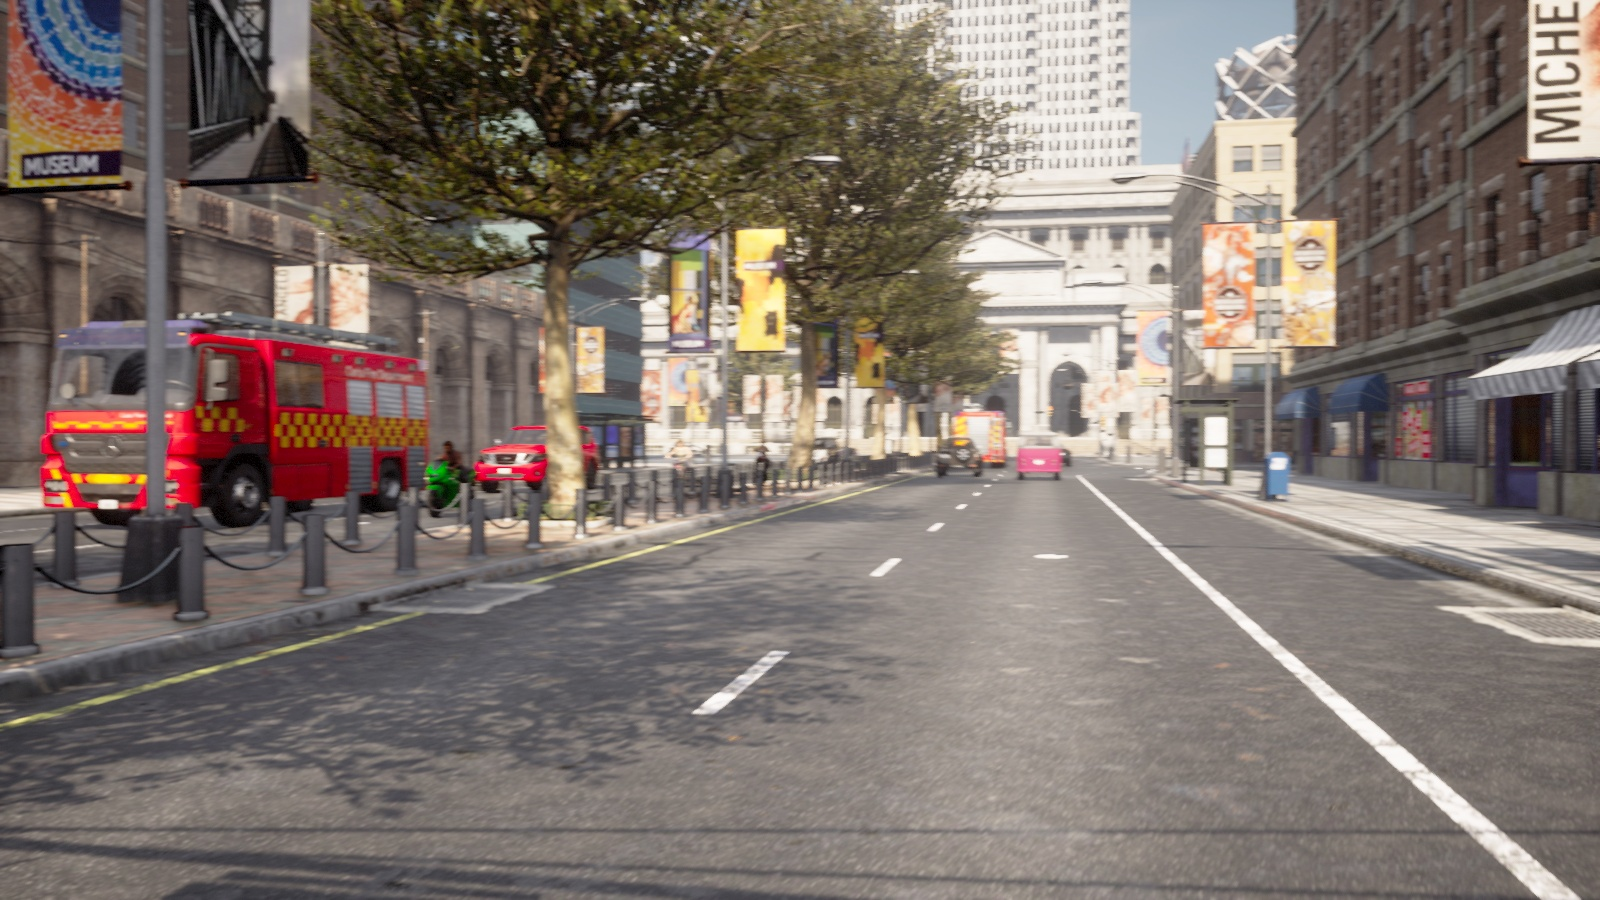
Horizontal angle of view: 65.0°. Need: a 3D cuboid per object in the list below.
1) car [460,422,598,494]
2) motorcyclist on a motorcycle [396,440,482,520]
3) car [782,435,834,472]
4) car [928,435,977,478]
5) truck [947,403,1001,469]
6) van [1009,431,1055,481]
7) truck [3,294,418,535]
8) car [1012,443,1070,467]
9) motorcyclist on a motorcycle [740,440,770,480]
[{"bbox_3d":[-8.165,0.218,38.467,2.150,2.045,5.566,0,0,11],"label":"car"},{"bbox_3d":[-7.131,0.562,24.902,0.797,1.523,2.044,0,0,11],"label":"motorcyclist on a motorcycle"},{"bbox_3d":[0.446,0.186,65.605,1.932,1.855,4.605,0,0,11],"label":"car"},{"bbox_3d":[6.947,0.258,56.813,1.932,1.855,4.605,0,0,11],"label":"car"},{"bbox_3d":[10.864,-0.832,77.833,2.891,3.827,8.468,0,0,11],"label":"truck"},{"bbox_3d":[9.603,0.230,51.957,1.775,1.987,4.442,0,0,11],"label":"van"},{"bbox_3d":[-10.789,-0.593,24.353,2.891,3.827,8.468,0,0,11],"label":"truck"},{"bbox_3d":[15.465,0.329,80.884,2.163,1.488,4.792,0,0,-10],"label":"car"},{"bbox_3d":[-1.906,0.385,52.972,0.766,1.649,2.350,0,1,11],"label":"motorcyclist on a motorcycle"}]
